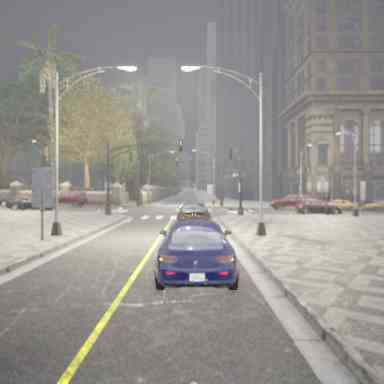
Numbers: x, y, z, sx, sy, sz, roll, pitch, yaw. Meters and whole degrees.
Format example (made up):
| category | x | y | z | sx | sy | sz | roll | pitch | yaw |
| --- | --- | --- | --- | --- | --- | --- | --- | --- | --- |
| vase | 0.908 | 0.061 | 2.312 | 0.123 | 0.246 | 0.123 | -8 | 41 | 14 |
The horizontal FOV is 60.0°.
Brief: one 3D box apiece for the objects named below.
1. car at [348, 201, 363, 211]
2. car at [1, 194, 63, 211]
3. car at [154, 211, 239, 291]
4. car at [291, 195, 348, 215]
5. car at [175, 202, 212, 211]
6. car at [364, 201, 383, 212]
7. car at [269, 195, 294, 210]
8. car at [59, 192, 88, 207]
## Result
| category | x | y | z | sx | sy | sz | roll | pitch | yaw |
| --- | --- | --- | --- | --- | --- | --- | --- | --- | --- |
| car | 17.250 | 1.521 | 39.686 | 4.829 | 1.417 | 1.752 | 1 | -1 | 0 |
| car | -14.973 | 1.110 | 31.254 | 4.403 | 1.369 | 2.008 | 1 | -1 | 0 |
| car | 0.099 | 1.456 | 8.695 | 1.812 | 1.442 | 4.674 | 0 | 0 | 0 |
| car | 11.864 | 1.382 | 31.177 | 4.097 | 1.590 | 1.967 | 1 | -1 | 0 |
| car | 0.102 | 1.359 | 19.056 | 1.837 | 1.490 | 4.892 | 0 | 0 | 0 |
| car | 22.790 | 1.595 | 39.669 | 4.829 | 1.417 | 1.752 | 1 | -1 | 0 |
| car | 11.882 | 1.238 | 39.703 | 5.009 | 1.841 | 2.192 | 1 | -1 | 0 |
| car | -14.955 | 0.855 | 39.782 | 5.009 | 1.841 | 2.192 | 1 | -1 | 0 |
